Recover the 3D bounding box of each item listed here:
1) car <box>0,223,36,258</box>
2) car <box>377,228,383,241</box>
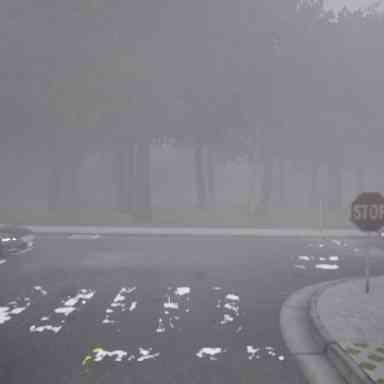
[{"bbox_3d":[-7.742,1.407,10.907,4.902,1.511,2.128,1,1,0],"label":"car"},{"bbox_3d":[10.337,1.524,13.776,4.892,1.490,1.837,0,1,0],"label":"car"}]
